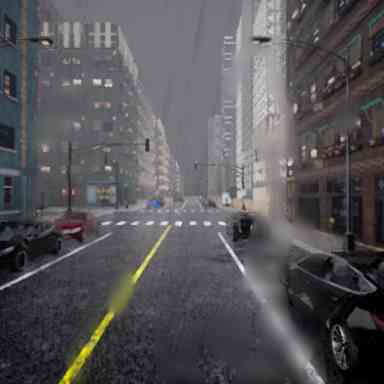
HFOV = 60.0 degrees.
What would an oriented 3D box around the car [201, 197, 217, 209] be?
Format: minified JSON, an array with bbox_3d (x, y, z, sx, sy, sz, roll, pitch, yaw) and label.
[{"bbox_3d":[2.704,1.748,48.818,1.802,1.307,4.206,0,0,0],"label":"car"}]

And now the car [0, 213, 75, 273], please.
[{"bbox_3d":[-5.682,1.600,10.902,1.947,1.339,4.313,0,0,0],"label":"car"}]

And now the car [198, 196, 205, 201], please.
[{"bbox_3d":[2.710,1.888,93.039,1.887,1.381,4.507,0,0,0],"label":"car"}]

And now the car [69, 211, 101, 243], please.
[{"bbox_3d":[-5.682,1.634,16.426,1.802,1.307,4.206,0,0,0],"label":"car"}]

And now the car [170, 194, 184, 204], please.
[{"bbox_3d":[-2.988,1.486,73.574,2.150,2.045,5.566,0,0,0],"label":"car"}]

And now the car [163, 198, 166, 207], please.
[{"bbox_3d":[-5.674,1.502,54.349,2.192,1.841,5.009,0,0,0],"label":"car"}]

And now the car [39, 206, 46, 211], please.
[{"bbox_3d":[-18.778,1.474,37.664,4.313,1.339,1.947,1,-1,0],"label":"car"}]

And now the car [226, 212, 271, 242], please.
[{"bbox_3d":[2.700,1.618,16.413,1.947,1.339,4.313,0,0,0],"label":"car"}]

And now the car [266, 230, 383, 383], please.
[{"bbox_3d":[2.698,1.583,5.366,1.947,1.339,4.313,0,0,0],"label":"car"}]

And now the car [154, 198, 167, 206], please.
[{"bbox_3d":[-5.675,1.752,59.876,1.887,1.381,4.507,0,0,0],"label":"car"}]

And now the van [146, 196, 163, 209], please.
[{"bbox_3d":[-5.675,1.507,48.821,1.690,1.788,3.998,0,0,0],"label":"van"}]

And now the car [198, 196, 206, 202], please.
[{"bbox_3d":[2.710,1.870,87.511,2.008,1.369,4.403,0,0,0],"label":"car"}]

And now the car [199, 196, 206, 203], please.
[{"bbox_3d":[2.707,1.647,59.874,1.967,1.590,4.097,0,0,0],"label":"car"}]
